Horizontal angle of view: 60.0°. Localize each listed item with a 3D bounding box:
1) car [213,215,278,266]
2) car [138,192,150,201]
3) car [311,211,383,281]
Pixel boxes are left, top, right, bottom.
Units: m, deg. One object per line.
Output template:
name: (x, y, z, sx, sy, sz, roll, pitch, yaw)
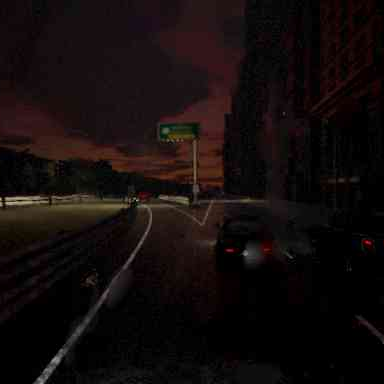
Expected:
car: (1.734, 1.527, 11.456, 1.812, 1.442, 4.674, 0, 0, 4)
car: (-10.216, 0.944, 71.285, 2.150, 2.045, 5.566, 0, 0, -11)
car: (5.127, 1.340, 9.913, 2.097, 1.767, 4.553, 0, 0, 4)
